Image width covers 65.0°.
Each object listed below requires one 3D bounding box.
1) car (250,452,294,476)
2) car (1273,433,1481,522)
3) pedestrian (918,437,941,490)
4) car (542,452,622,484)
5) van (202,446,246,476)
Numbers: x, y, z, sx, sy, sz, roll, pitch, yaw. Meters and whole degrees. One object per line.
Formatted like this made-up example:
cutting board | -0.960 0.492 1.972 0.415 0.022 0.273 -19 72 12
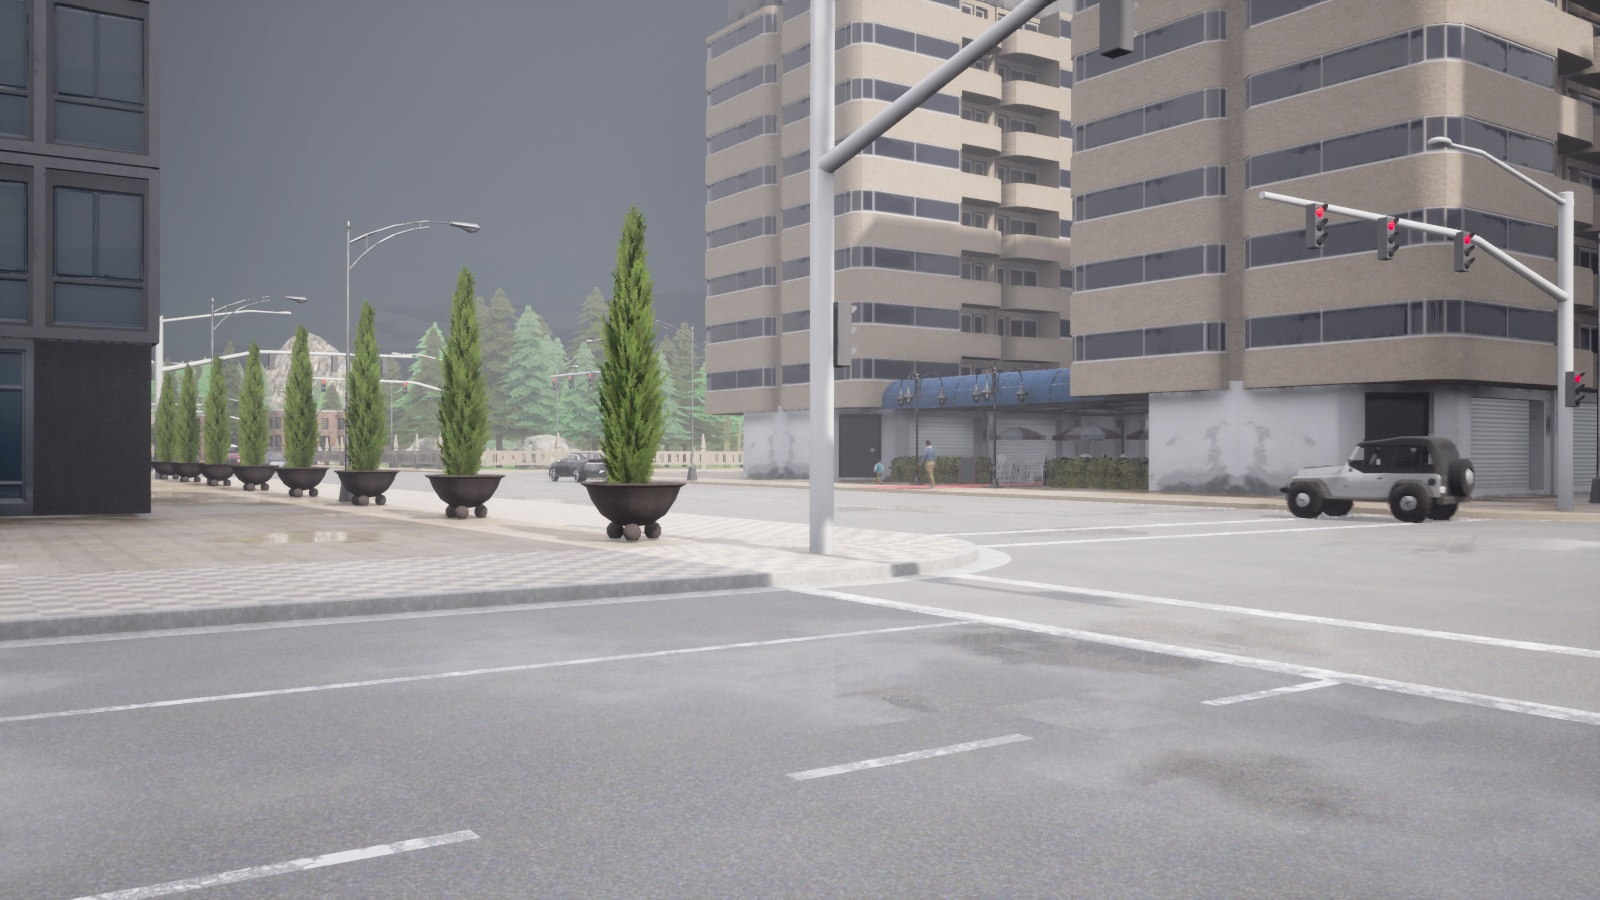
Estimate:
car | -38.379 0.978 91.224 2.033 1.649 4.856 0 0 -34
car | 13.055 0.583 28.541 1.905 1.878 3.866 0 0 -43
pedestrian | 4.772 0.507 46.439 0.423 1.949 0.788 0 0 -36
car | -11.100 0.880 63.618 2.128 1.511 4.902 0 0 -34
van | -40.309 0.769 87.841 2.069 2.038 4.480 0 0 -34
